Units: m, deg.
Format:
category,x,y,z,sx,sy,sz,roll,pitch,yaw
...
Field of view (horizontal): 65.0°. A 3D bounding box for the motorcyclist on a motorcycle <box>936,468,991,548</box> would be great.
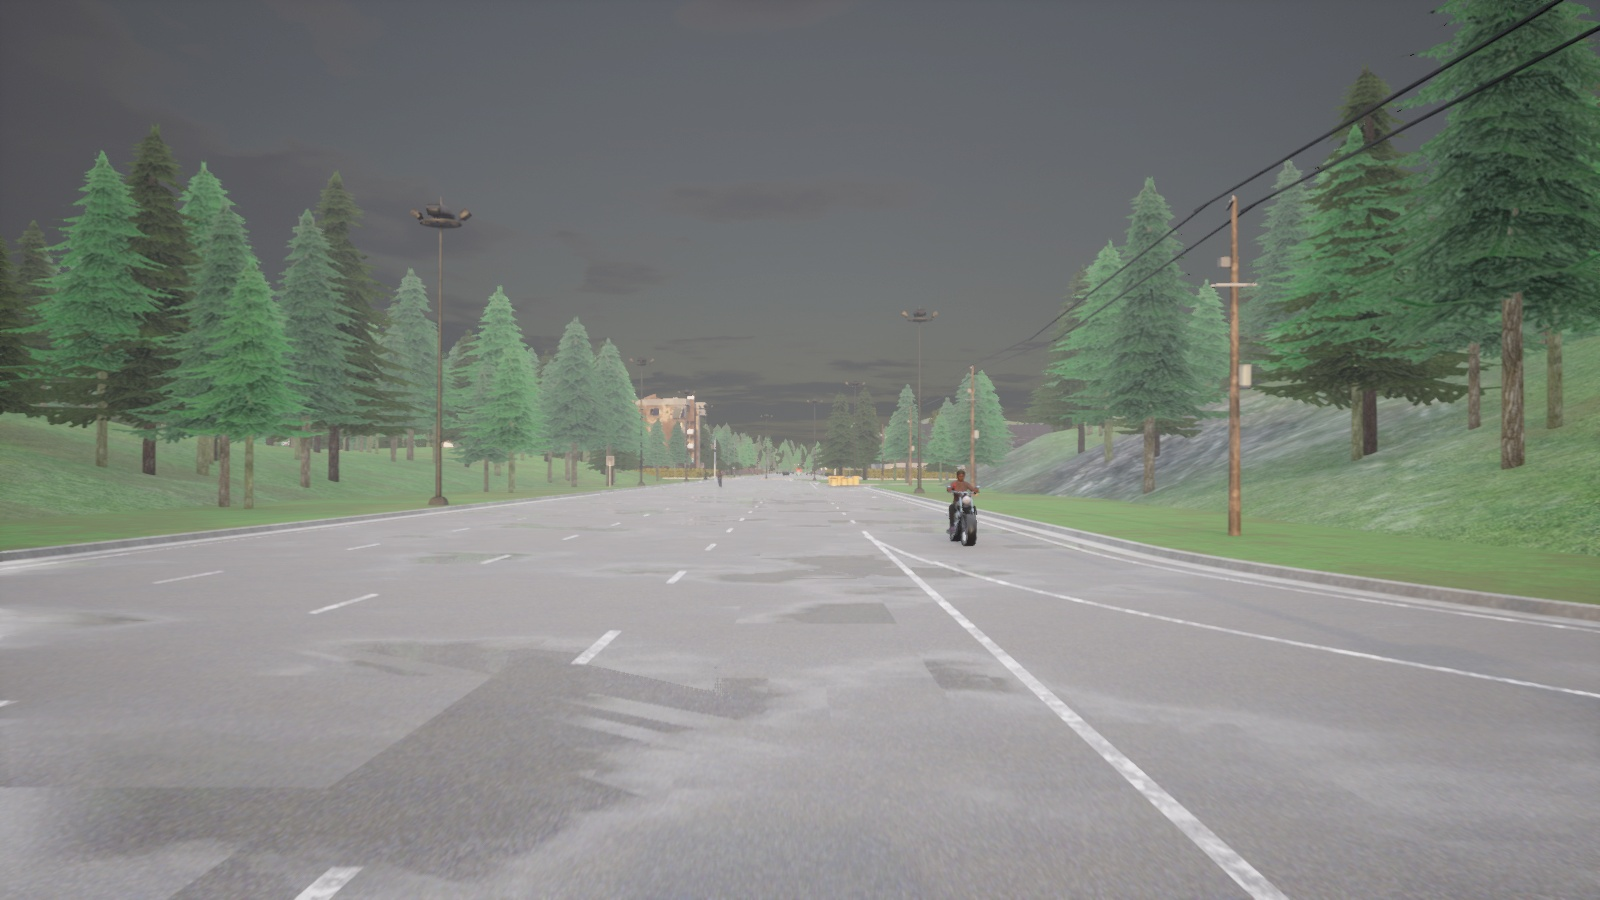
category,x,y,z,sx,sy,sz,roll,pitch,yaw
motorcyclist on a motorcycle,3.499,1.204,27.044,0.766,1.649,2.350,0,-1,-2
